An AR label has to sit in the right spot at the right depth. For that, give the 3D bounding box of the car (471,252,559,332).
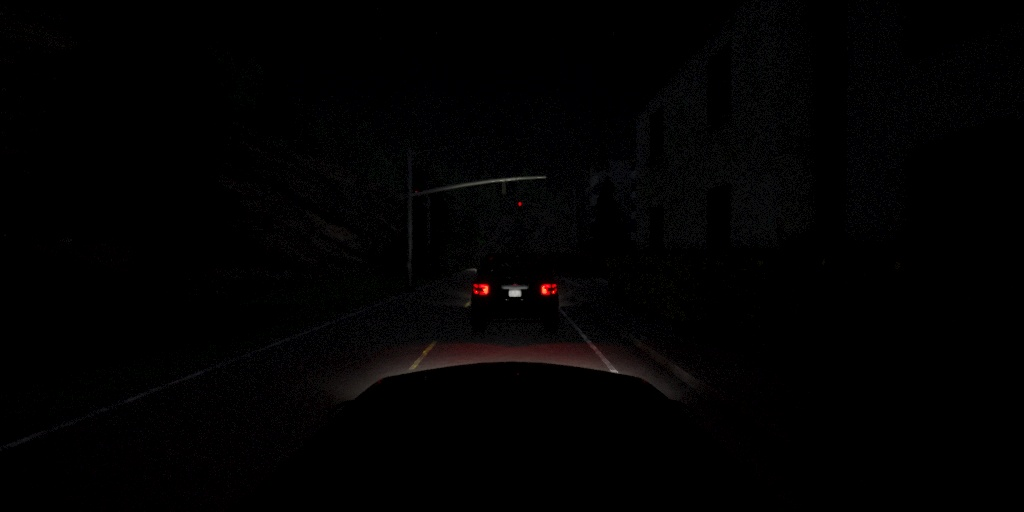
[{"bbox_3d":[0.079,0.914,10.743,2.150,2.045,5.566,0,0,0],"label":"car"}]

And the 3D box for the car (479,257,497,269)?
[{"bbox_3d":[-3.284,0.944,49.502,1.837,1.490,4.892,0,1,4],"label":"car"}]
